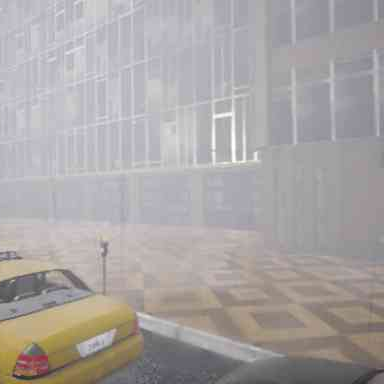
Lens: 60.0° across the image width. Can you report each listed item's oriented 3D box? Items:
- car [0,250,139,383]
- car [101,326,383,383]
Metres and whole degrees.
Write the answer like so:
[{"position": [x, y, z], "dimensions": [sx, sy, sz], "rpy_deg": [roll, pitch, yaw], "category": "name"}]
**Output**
[{"position": [-2.862, 1.524, 4.774], "dimensions": [4.829, 1.417, 1.752], "rpy_deg": [0, -1, 36], "category": "car"}, {"position": [1.879, 1.551, 1.393], "dimensions": [4.403, 1.369, 2.008], "rpy_deg": [0, -1, 36], "category": "car"}]
